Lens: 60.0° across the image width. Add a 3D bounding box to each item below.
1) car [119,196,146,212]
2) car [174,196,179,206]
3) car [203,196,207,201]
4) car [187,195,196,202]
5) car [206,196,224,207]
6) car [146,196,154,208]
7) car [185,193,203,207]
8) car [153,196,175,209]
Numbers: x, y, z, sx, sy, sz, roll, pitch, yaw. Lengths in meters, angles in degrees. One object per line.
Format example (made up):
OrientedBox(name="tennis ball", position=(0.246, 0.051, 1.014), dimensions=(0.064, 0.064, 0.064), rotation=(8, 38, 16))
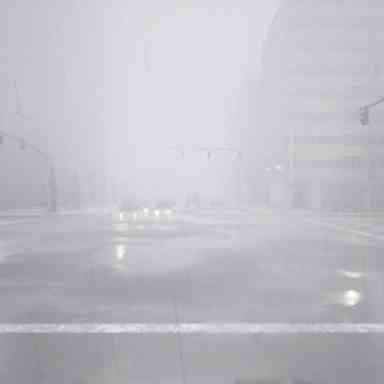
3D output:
OrientedBox(name="car", position=(-7.112, 1.329, 38.997), dimensions=(2.097, 1.767, 4.553), rotation=(0, 0, 0))
OrientedBox(name="car", position=(-3.603, 1.447, 52.916), dimensions=(1.882, 1.535, 5.008), rotation=(0, 0, 0))
OrientedBox(name="car", position=(3.453, 1.548, 80.077), dimensions=(1.895, 1.301, 4.718), rotation=(0, 0, 0))
OrientedBox(name="car", position=(-0.046, 1.493, 79.625), dimensions=(2.033, 1.411, 5.357), rotation=(0, 0, 0))
OrientedBox(name="car", position=(3.570, 1.572, 49.608), dimensions=(1.895, 1.301, 4.718), rotation=(0, 0, 0))
OrientedBox(name="car", position=(-7.116, 1.572, 48.250), dimensions=(1.895, 1.301, 4.718), rotation=(0, 0, 0))
OrientedBox(name="car", position=(0.071, 1.192, 50.290), dimensions=(2.150, 2.045, 5.566), rotation=(0, 0, 0))
OrientedBox(name="car", position=(-3.603, 1.575, 43.669), dimensions=(1.895, 1.301, 4.718), rotation=(0, 0, 0))
